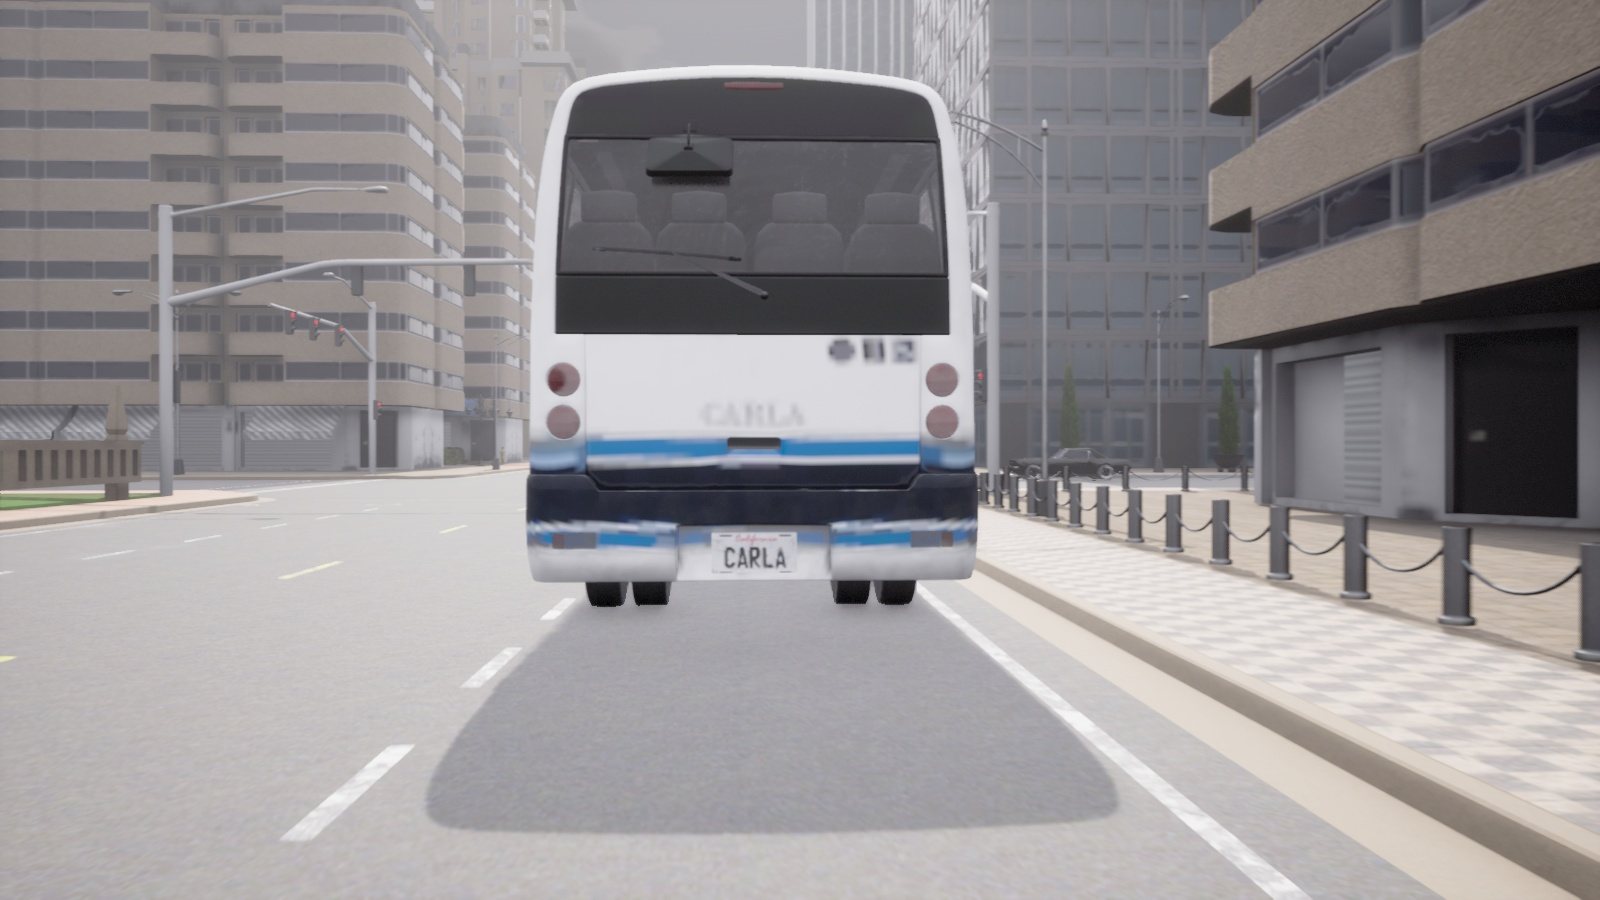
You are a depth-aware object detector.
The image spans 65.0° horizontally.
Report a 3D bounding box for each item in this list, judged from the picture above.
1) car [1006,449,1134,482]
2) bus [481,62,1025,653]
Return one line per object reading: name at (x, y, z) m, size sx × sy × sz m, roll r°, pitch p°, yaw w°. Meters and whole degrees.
car at (10.794, 0.596, 50.387) m, size 4.718 × 1.301 × 1.895 m, roll 0°, pitch 0°, yaw -2°
bus at (-0.551, -0.687, 14.254) m, size 3.944 × 4.253 × 10.273 m, roll 0°, pitch 0°, yaw -3°
